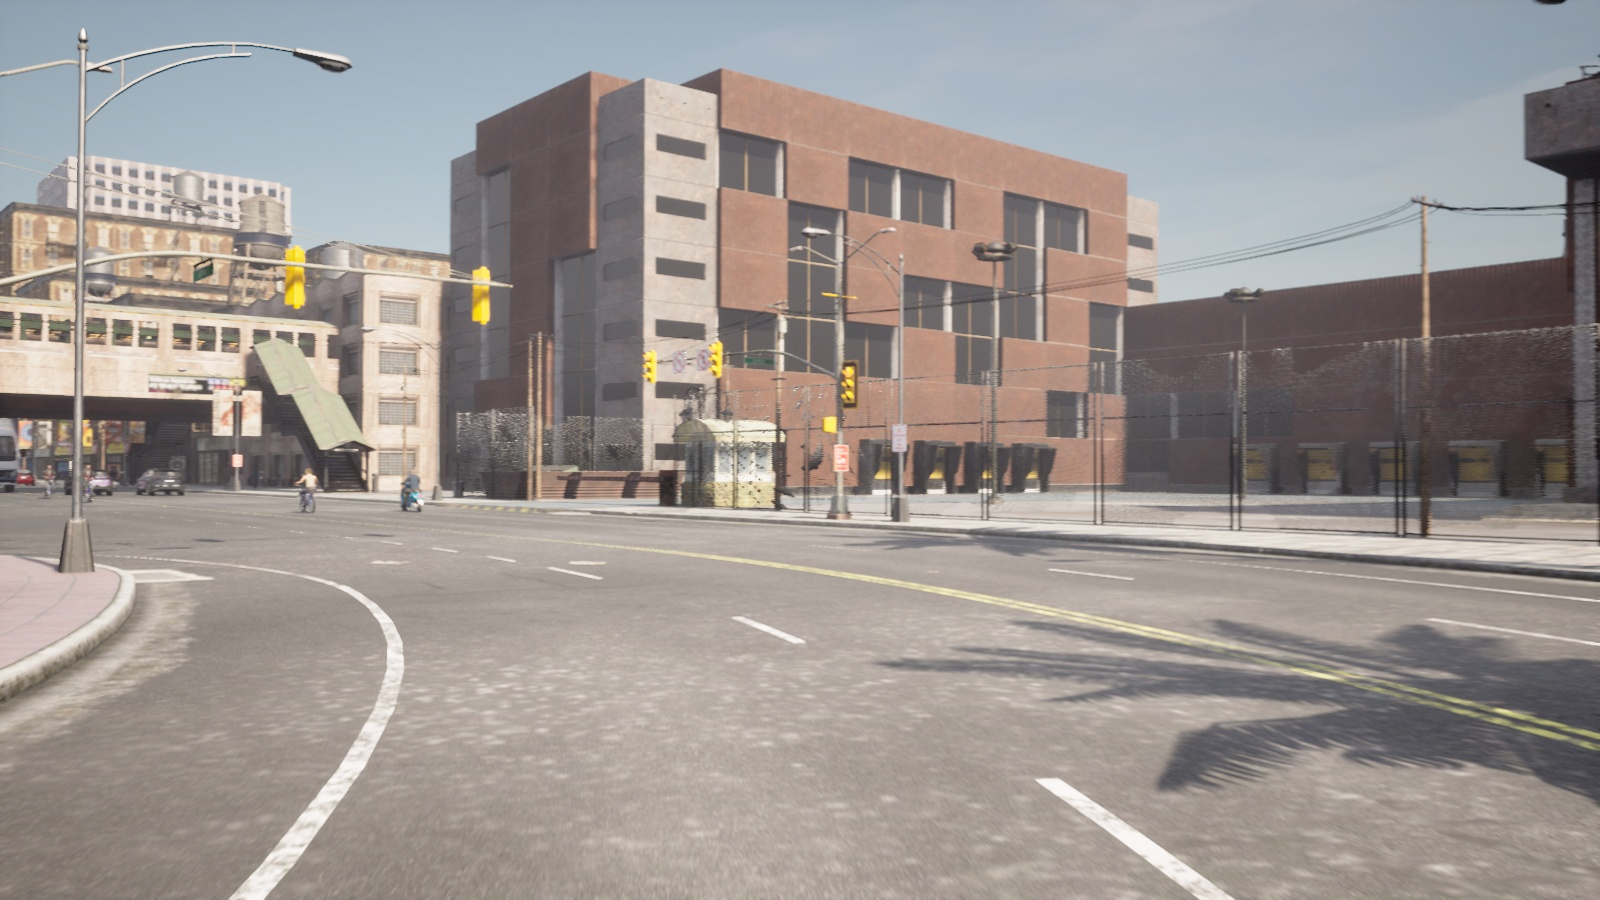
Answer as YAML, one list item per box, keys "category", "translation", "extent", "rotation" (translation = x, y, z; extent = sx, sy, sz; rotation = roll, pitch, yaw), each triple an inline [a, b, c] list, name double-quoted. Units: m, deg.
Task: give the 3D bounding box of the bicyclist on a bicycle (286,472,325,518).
- category: "bicyclist on a bicycle"
  translation: [-17.816, 1.599, 45.192]
  extent: [0.866, 1.612, 1.509]
  rotation: [1, -1, -40]

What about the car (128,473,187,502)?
- category: "car"
  translation: [-38.346, 2.195, 74.890]
  extent: [2.033, 1.649, 4.856]
  rotation: [1, -1, -40]

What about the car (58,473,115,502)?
- category: "car"
  translation: [-41.927, 2.193, 73.704]
  extent: [2.033, 1.649, 4.856]
  rotation: [1, -1, -40]

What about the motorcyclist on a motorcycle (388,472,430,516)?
- category: "motorcyclist on a motorcycle"
  translation: [-14.563, 1.626, 46.765]
  extent: [0.866, 1.590, 1.817]
  rotation: [1, -1, -40]
